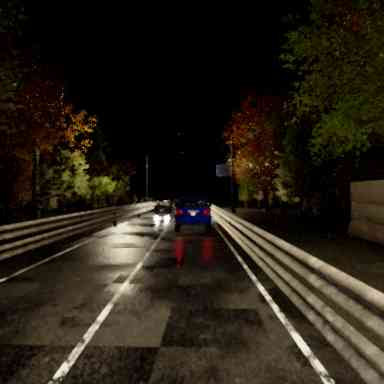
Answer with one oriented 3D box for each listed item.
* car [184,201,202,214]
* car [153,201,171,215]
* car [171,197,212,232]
[{"bbox_3d":[0.099,1.914,41.422,2.033,1.411,5.357,0,-1,0],"label":"car"},{"bbox_3d":[-3.342,1.810,38.612,2.128,1.511,4.902,0,-1,0],"label":"car"},{"bbox_3d":[0.082,1.323,21.134,2.150,2.045,5.566,0,0,0],"label":"car"}]
